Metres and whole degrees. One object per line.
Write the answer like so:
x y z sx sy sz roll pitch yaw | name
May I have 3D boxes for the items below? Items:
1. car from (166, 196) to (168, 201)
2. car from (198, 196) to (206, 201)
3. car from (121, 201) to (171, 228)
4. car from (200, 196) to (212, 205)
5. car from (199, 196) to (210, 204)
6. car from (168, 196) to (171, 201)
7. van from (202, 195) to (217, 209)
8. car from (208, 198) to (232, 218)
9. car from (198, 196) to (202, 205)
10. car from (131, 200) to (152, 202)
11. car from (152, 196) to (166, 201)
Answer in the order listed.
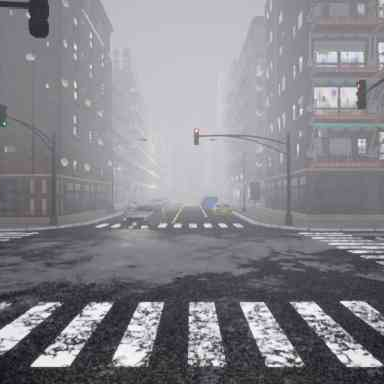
-5.380 1.563 55.106 1.752 1.417 4.829 1 0 0 | car
2.462 1.627 83.624 1.887 1.381 4.507 1 0 0 | car
-3.094 1.556 22.765 2.033 1.411 5.357 0 0 8 | car
2.493 1.485 61.000 1.967 1.590 4.097 1 0 0 | car
2.485 1.604 66.656 2.008 1.369 4.403 1 0 0 | car
-5.388 1.627 60.934 1.802 1.307 4.206 1 0 0 | car
2.550 1.366 44.034 1.690 1.788 3.998 1 0 0 | van
2.663 1.537 30.201 1.752 1.417 4.829 1 0 0 | car
2.510 1.347 49.688 2.192 1.841 5.009 1 0 0 | car
-5.479 1.565 32.645 2.008 1.369 4.403 1 0 0 | car
-5.373 1.613 49.618 1.802 1.307 4.206 1 0 0 | car
